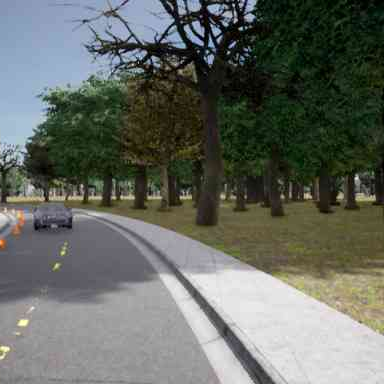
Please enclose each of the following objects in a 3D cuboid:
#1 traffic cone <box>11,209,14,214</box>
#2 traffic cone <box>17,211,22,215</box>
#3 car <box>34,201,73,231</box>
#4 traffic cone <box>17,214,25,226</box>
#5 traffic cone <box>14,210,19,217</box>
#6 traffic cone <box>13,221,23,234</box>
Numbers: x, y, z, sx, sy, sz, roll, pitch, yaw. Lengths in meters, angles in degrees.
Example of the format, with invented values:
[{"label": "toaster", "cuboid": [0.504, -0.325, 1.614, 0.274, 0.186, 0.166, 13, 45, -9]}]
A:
[{"label": "traffic cone", "cuboid": [-18.839, 1.995, 35.007, 0.340, 0.580, 0.340, 0, 0, -35]}, {"label": "traffic cone", "cuboid": [-13.703, 1.977, 26.751, 0.340, 0.580, 0.340, 0, 0, -29]}, {"label": "car", "cuboid": [-8.725, 1.361, 20.855, 2.097, 1.767, 4.553, 0, 0, -25]}, {"label": "traffic cone", "cuboid": [-11.481, 1.968, 22.423, 0.340, 0.580, 0.340, 0, 0, -26]}, {"label": "traffic cone", "cuboid": [-16.157, 1.986, 30.950, 0.340, 0.580, 0.340, 0, 0, -32]}, {"label": "traffic cone", "cuboid": [-9.500, 1.959, 17.981, 0.340, 0.580, 0.340, 0, 0, -22]}]
